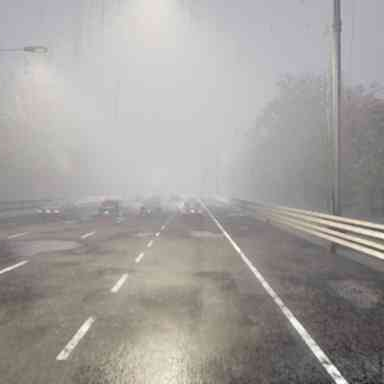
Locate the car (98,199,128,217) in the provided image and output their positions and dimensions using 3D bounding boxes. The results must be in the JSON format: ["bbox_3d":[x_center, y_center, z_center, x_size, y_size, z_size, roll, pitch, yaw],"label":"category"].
[{"bbox_3d":[-6.941,1.370,29.490,1.837,1.490,4.892,0,1,0],"label":"car"}]

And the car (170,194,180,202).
[{"bbox_3d":[-3.412,1.179,67.136,1.882,1.535,5.008,0,0,0],"label":"car"}]

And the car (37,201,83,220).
[{"bbox_3d":[-10.469,1.424,26.723,2.033,1.411,5.357,0,0,0],"label":"car"}]

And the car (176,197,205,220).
[{"bbox_3d":[0.031,1.423,26.711,2.033,1.411,5.357,0,0,1],"label":"car"}]

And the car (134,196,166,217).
[{"bbox_3d":[-3.443,1.357,29.396,2.128,1.511,4.902,0,0,0],"label":"car"}]

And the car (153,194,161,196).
[{"bbox_3d":[-6.910,1.206,66.892,1.837,1.490,4.892,0,0,0],"label":"car"}]

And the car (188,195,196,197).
[{"bbox_3d":[0.083,1.302,67.182,1.895,1.301,4.718,0,0,0],"label":"car"}]

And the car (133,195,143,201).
[{"bbox_3d":[-10.424,1.252,66.433,2.033,1.411,5.357,0,0,1],"label":"car"}]
